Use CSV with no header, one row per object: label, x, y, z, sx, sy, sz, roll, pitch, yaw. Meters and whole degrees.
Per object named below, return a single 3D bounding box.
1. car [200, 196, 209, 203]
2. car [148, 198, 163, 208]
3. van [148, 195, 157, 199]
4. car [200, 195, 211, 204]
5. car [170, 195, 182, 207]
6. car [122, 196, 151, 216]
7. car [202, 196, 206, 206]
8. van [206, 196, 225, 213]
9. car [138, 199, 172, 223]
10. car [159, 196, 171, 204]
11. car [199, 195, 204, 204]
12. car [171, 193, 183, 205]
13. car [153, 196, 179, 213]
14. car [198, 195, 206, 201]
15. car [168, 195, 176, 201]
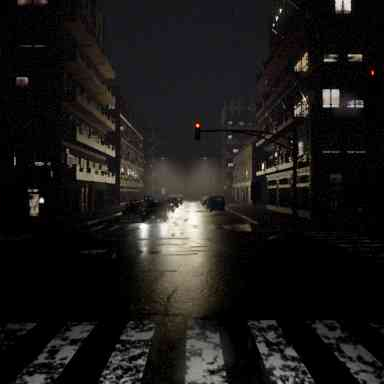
car,2.632,1.520,70.957,1.887,1.381,4.507,0,0,0
car,-5.317,1.568,48.640,1.802,1.307,4.206,0,0,0
van,-5.369,1.329,43.059,1.690,1.788,3.998,0,0,0
car,2.627,1.419,65.376,1.967,1.590,4.097,0,0,0
car,-2.795,1.512,46.922,1.812,1.442,4.674,0,0,0
car,-5.414,1.432,31.895,1.967,1.590,4.097,0,0,0
car,2.701,1.533,43.051,1.887,1.381,4.507,0,0,0
van,2.730,1.331,36.847,1.690,1.788,3.998,0,0,0
car,-2.788,1.519,25.892,1.812,1.442,4.674,0,0,-1
car,-5.253,1.524,65.383,1.887,1.381,4.507,0,0,0
car,2.619,1.550,54.213,1.947,1.339,4.313,0,0,0
car,-2.747,1.204,57.566,2.150,2.045,5.566,0,0,1
car,-2.815,1.538,36.923,2.033,1.411,5.357,0,0,0
car,2.648,1.527,87.702,1.947,1.339,4.313,0,0,0
car,-5.233,1.512,87.709,2.008,1.369,4.403,0,0,0
